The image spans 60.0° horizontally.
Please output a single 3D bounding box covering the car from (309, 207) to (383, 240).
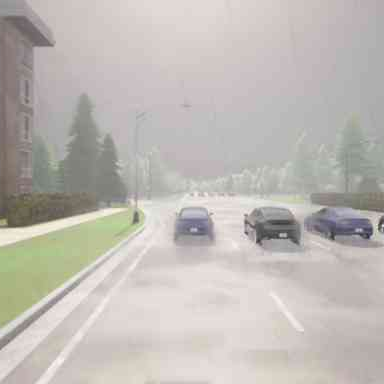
[{"bbox_3d":[7.094,1.452,16.438,1.812,1.442,4.674,0,0,0],"label":"car"}]

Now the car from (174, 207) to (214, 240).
[{"bbox_3d":[0.094,1.452,16.468,1.812,1.442,4.674,0,0,0],"label":"car"}]

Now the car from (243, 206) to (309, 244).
[{"bbox_3d":[3.592,1.436,15.507,1.837,1.490,4.892,0,0,0],"label":"car"}]
